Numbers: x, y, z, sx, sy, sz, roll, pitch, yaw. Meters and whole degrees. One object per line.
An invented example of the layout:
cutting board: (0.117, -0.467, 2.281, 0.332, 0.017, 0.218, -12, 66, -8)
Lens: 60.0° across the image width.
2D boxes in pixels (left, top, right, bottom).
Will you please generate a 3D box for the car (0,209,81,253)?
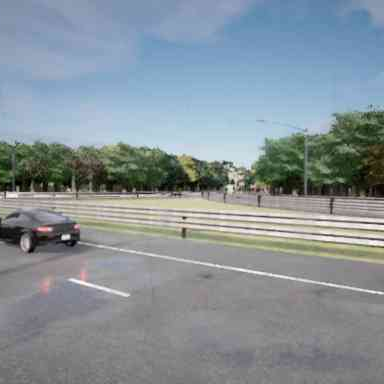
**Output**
car: (-6.197, 1.364, 12.842, 4.674, 1.442, 1.812, 1, 1, 36)
